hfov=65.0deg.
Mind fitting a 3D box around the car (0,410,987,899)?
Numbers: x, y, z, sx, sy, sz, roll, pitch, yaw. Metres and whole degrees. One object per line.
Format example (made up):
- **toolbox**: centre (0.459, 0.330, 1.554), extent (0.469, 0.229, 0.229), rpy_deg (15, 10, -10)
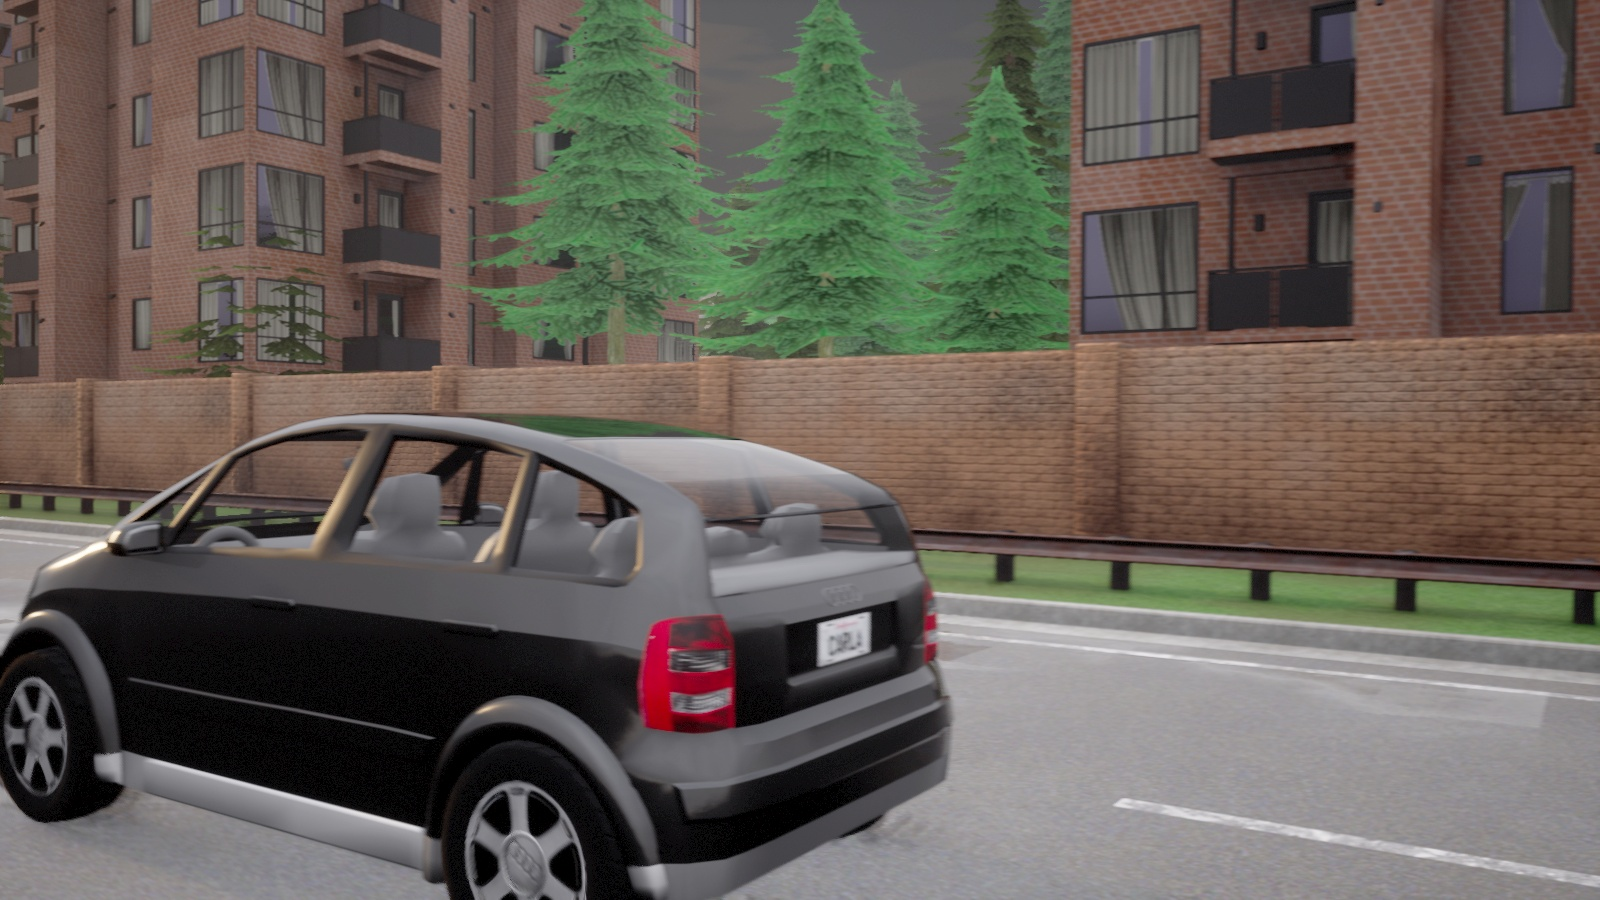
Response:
- **car**: centre (-1.385, 0.671, 4.710), extent (3.705, 1.549, 1.789), rpy_deg (0, 1, 33)
